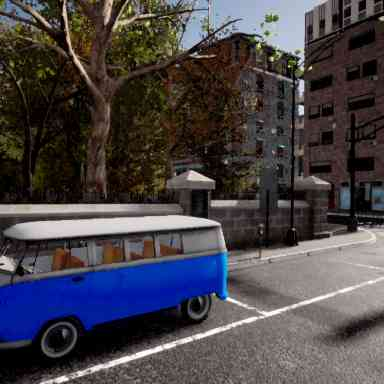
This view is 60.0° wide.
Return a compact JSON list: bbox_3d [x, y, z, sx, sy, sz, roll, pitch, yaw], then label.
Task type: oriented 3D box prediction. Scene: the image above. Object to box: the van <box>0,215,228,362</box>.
[{"bbox_3d":[-1.246,1.342,5.613,3.998,1.788,1.690,0,1,-36],"label":"van"}]
